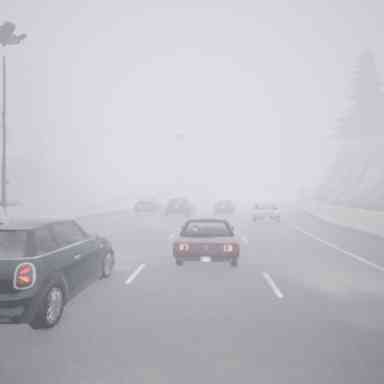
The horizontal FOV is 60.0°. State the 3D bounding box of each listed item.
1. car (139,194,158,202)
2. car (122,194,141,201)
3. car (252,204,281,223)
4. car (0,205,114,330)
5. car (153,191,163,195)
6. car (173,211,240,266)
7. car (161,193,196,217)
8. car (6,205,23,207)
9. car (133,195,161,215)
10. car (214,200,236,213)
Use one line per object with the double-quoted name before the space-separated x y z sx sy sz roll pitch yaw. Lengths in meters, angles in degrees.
"car" -8.946 1.137 68.686 1.837 1.490 4.892 0 0 19
"car" -12.495 1.138 69.162 1.812 1.442 4.674 0 0 19
"car" 5.513 1.529 25.229 1.895 1.301 4.718 0 0 8
"car" -3.177 1.299 7.017 2.097 1.767 4.553 0 0 2
"car" -5.932 0.893 66.722 2.150 2.045 5.566 0 1 19
"car" 0.526 1.555 11.371 1.895 1.301 4.718 0 0 4
"car" -0.945 1.219 29.129 2.097 1.767 4.553 0 0 9
"car" -15.586 1.380 27.289 1.895 1.301 4.718 0 0 8
"car" -4.023 1.327 32.042 2.128 1.511 4.902 0 0 10
"car" 3.319 1.443 33.308 1.994 1.385 4.181 0 0 11
